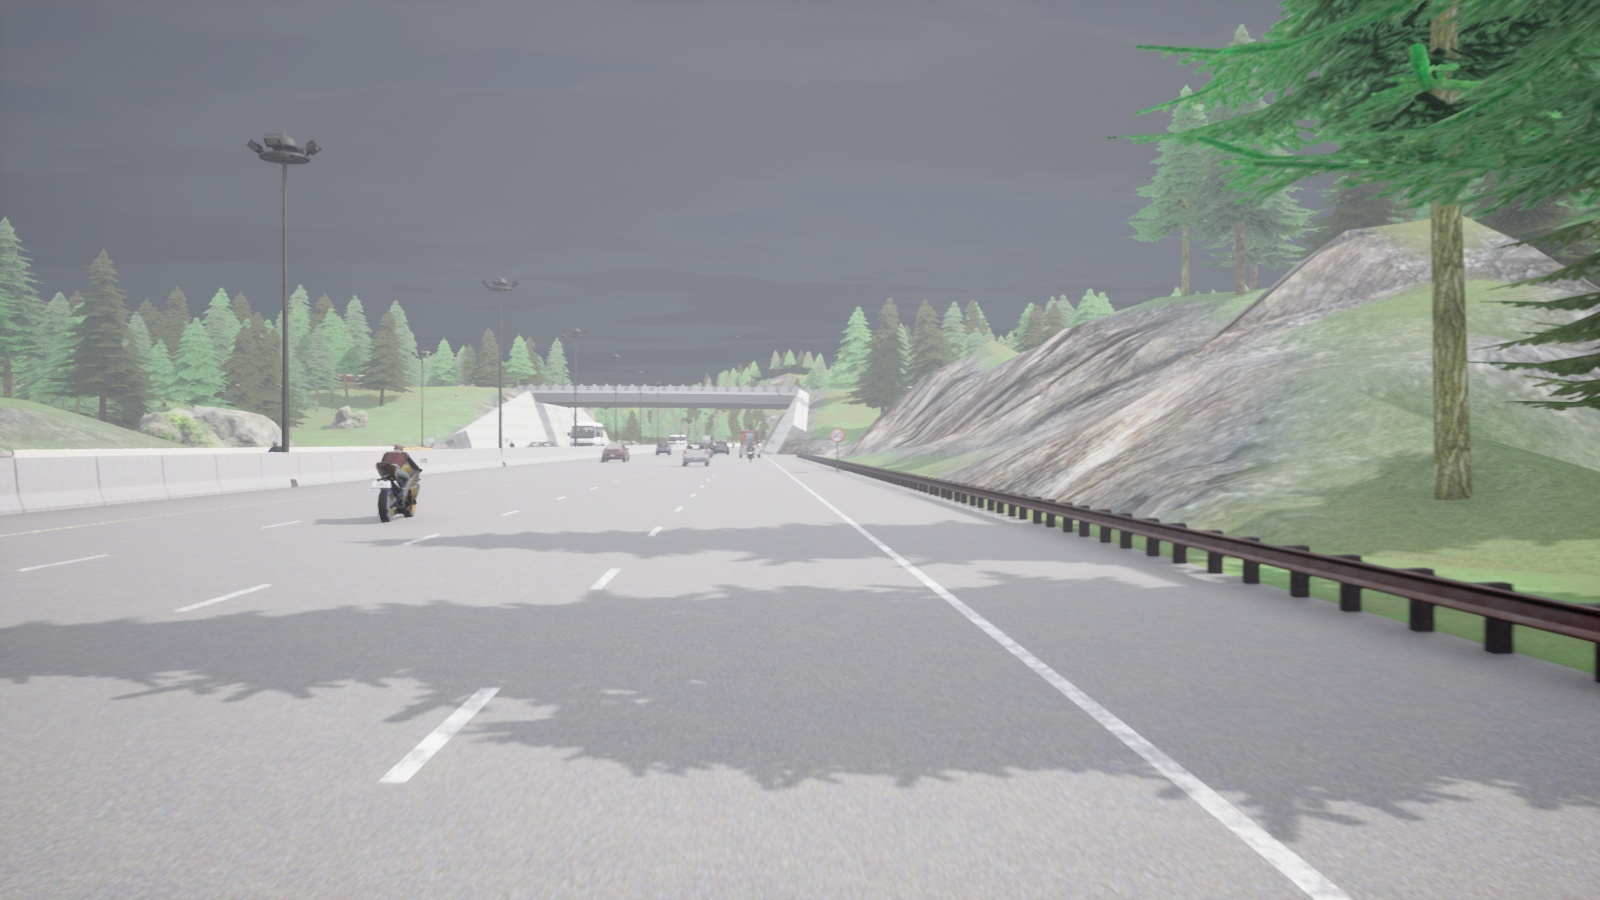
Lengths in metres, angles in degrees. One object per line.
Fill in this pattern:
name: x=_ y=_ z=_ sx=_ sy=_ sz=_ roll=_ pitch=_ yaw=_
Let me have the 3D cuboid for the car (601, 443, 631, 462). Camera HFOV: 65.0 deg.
car: x=-14.326 y=0.210 z=98.092 sx=1.812 sy=1.442 sz=4.674 roll=0 pitch=0 yaw=-2

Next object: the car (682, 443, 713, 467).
car: x=-6.633 y=0.300 z=81.224 sx=1.845 sy=1.501 sz=3.633 roll=0 pitch=1 yaw=-2

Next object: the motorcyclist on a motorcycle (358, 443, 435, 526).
motorcyclist on a motorcycle: x=-7.822 y=0.639 z=24.452 sx=0.866 sy=1.530 sz=2.191 roll=0 pitch=0 yaw=-2
